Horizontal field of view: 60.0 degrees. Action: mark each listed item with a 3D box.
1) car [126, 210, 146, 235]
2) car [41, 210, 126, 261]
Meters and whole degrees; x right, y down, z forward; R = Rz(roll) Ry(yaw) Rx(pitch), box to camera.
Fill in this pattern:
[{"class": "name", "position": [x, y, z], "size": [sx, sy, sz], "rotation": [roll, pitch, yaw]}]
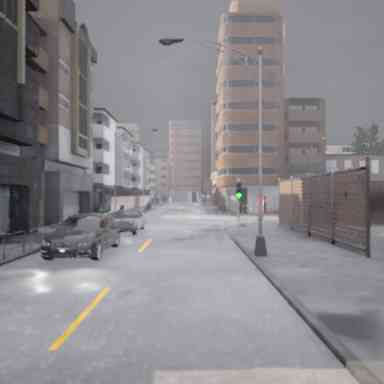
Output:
[{"class": "car", "position": [-3.998, 1.777, 20.168], "size": [1.895, 1.301, 4.718], "rotation": [0, 0, 0]}, {"class": "car", "position": [-4.070, 1.618, 12.884], "size": [1.837, 1.490, 4.892], "rotation": [0, -1, 0]}]
